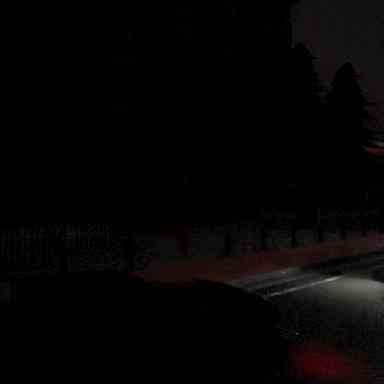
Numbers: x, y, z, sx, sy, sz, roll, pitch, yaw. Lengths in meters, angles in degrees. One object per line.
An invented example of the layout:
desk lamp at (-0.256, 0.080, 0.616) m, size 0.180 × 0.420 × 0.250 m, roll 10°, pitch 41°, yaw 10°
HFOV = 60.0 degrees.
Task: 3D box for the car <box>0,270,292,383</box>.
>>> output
car at (-1.423, 1.548, 2.965) m, size 5.357 × 1.411 × 2.033 m, roll 0°, pitch 0°, yaw -35°
